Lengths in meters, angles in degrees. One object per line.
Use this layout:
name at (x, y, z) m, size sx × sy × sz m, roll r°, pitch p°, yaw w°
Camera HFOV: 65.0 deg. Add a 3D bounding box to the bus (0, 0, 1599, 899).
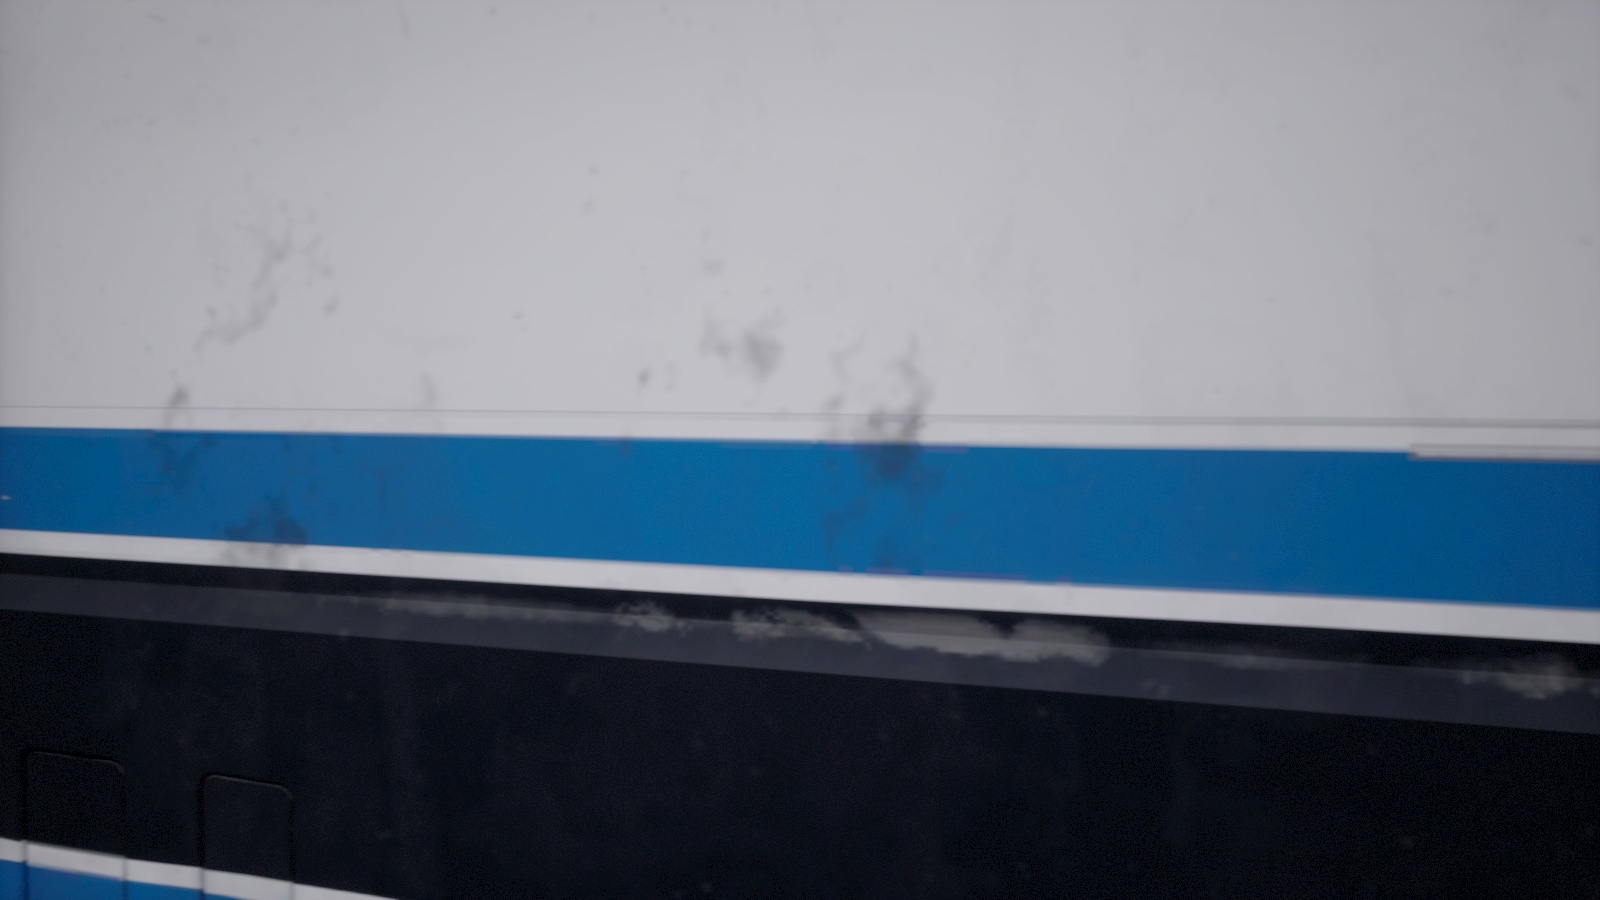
bus at (1.150, -0.589, 2.773) m, size 10.273 × 4.253 × 3.944 m, roll 1°, pitch 1°, yaw 19°
